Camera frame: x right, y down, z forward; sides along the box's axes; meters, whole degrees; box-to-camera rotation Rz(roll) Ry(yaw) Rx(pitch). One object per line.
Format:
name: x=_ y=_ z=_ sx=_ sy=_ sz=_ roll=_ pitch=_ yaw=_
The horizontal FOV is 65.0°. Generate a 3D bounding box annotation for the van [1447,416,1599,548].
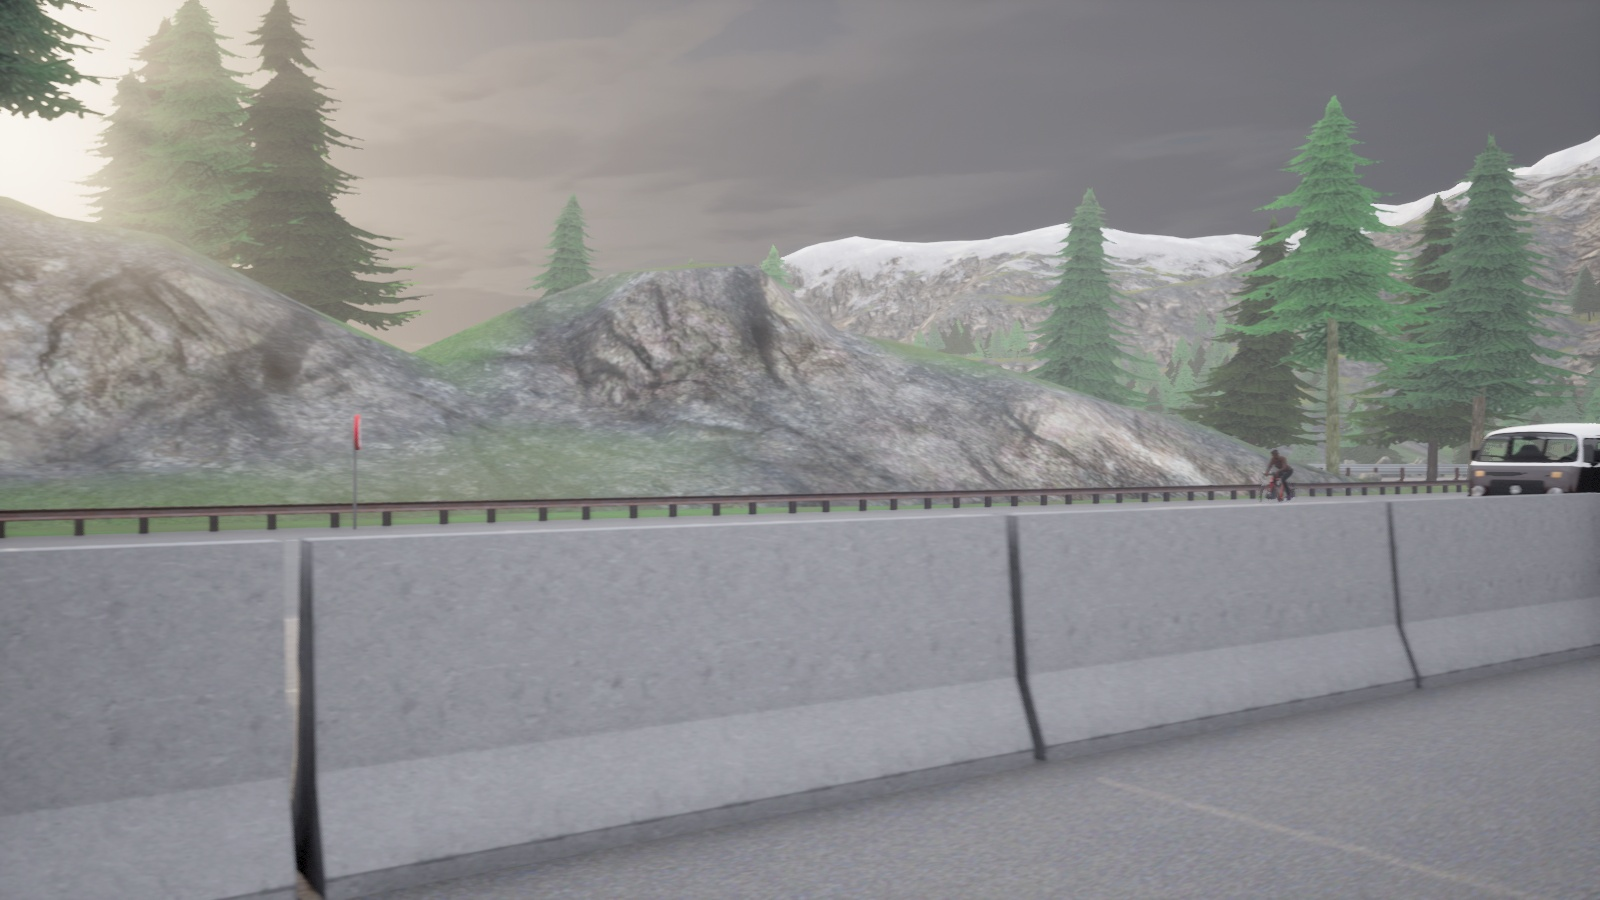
van: x=13.232 y=0.493 z=21.399 sx=4.480 sy=2.038 sz=2.069 roll=0 pitch=0 yaw=-35

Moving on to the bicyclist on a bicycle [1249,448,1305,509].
bicyclist on a bicycle: x=12.901 y=0.754 z=33.960 sx=1.656 sy=1.620 sz=0.582 roll=0 pitch=0 yaw=-35
